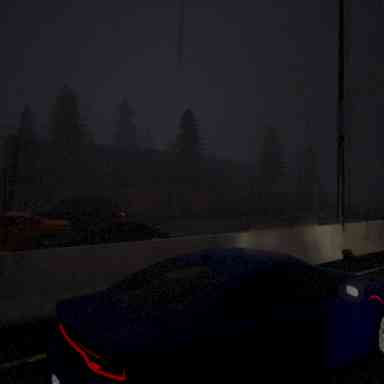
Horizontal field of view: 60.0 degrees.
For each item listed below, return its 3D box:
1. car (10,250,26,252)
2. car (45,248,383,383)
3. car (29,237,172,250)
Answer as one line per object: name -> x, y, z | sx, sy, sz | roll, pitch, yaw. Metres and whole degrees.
car -> -6.924, 1.482, 11.956 | 5.008, 1.535, 1.882 | 0, 0, -36
car -> 0.832, 1.496, 4.342 | 5.008, 1.535, 1.882 | 0, 0, -36
car -> -2.676, 1.586, 10.695 | 4.181, 1.385, 1.994 | 0, 0, -36
